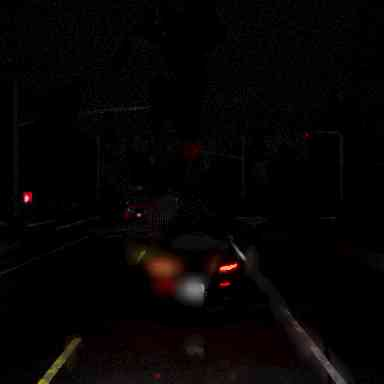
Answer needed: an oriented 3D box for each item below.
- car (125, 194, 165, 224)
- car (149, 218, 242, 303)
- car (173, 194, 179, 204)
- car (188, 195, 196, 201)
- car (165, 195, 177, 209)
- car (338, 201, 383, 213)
[{"bbox_3d":[-3.582,1.211,25.279,2.150,2.045,5.566,0,0,0],"label":"car"},{"bbox_3d":[0.080,1.521,8.092,1.812,1.442,4.674,0,0,0],"label":"car"},{"bbox_3d":[-3.513,1.319,61.548,2.097,1.767,4.553,0,0,0],"label":"car"},{"bbox_3d":[0.069,1.482,80.886,2.128,1.511,4.902,0,0,0],"label":"car"},{"bbox_3d":[-3.561,1.469,43.717,2.128,1.511,4.902,0,0,0],"label":"car"},{"bbox_3d":[15.563,1.513,28.655,5.357,1.411,2.033,0,0,-6],"label":"car"}]
